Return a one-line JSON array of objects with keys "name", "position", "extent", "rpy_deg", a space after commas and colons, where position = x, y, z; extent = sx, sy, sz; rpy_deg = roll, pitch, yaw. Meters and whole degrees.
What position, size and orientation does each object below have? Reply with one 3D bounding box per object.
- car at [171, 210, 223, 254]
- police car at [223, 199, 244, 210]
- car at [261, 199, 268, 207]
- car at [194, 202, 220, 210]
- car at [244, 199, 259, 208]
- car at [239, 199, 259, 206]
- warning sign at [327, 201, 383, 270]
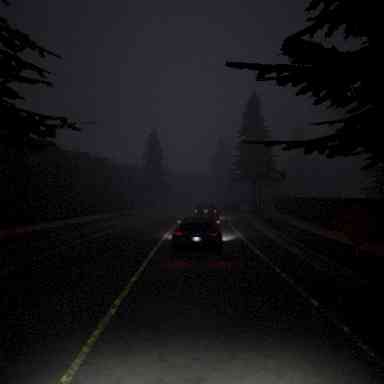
[{"name": "car", "position": [0.264, 1.698, 14.146], "extent": [1.994, 1.385, 4.181], "rpy_deg": [0, 0, 3]}, {"name": "police car", "position": [6.370, 1.921, 52.504], "extent": [1.930, 1.638, 5.238], "rpy_deg": [0, -1, 19]}, {"name": "car", "position": [13.537, 2.127, 65.577], "extent": [1.837, 1.490, 4.892], "rpy_deg": [0, -1, 38]}, {"name": "car", "position": [1.300, 1.622, 28.819], "extent": [2.097, 1.767, 4.553], "rpy_deg": [0, -1, 6]}, {"name": "car", "position": [10.334, 2.054, 60.919], "extent": [1.882, 1.535, 5.008], "rpy_deg": [0, -1, 31]}, {"name": "car", "position": [12.247, 2.267, 71.081], "extent": [1.895, 1.301, 4.718], "rpy_deg": [0, -1, 41]}, {"name": "warning sign", "position": [4.759, 1.209, 9.593], "extent": [1.300, 1.860, 1.060], "rpy_deg": [0, -1, 2]}]
